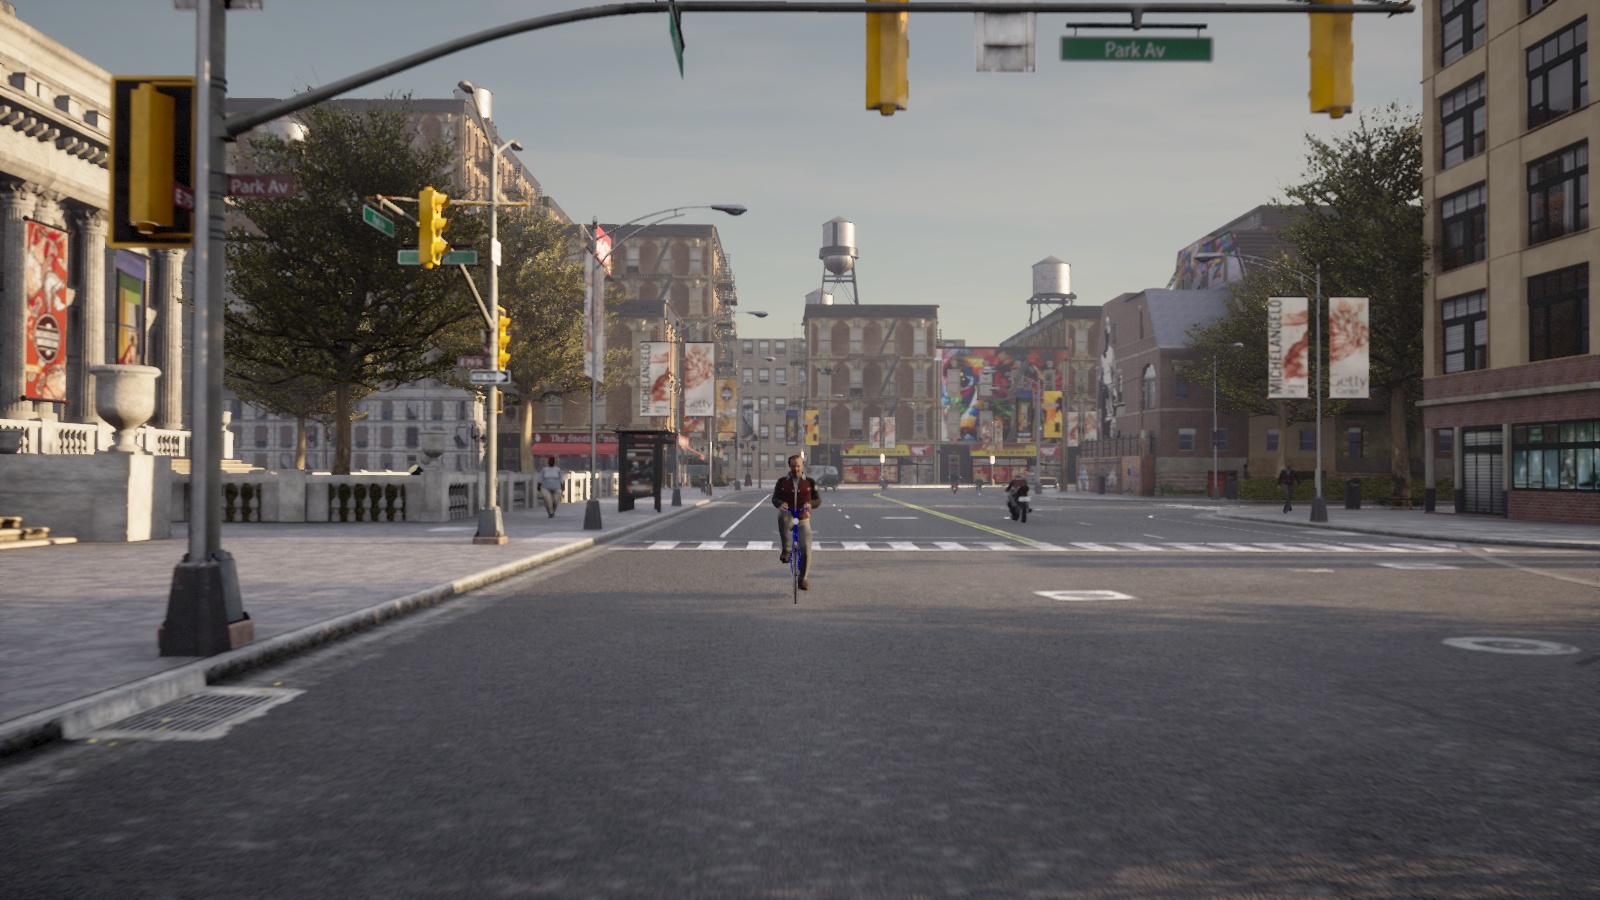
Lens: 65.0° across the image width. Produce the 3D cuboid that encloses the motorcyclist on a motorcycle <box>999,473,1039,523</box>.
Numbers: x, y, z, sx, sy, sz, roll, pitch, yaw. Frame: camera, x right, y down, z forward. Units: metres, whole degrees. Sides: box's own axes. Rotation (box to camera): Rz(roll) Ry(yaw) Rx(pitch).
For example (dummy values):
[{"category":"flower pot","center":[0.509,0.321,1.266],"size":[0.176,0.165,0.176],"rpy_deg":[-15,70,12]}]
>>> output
[{"category":"motorcyclist on a motorcycle","center":[6.887,1.483,39.665],"size":[0.866,1.530,2.191],"rpy_deg":[0,-1,0]}]

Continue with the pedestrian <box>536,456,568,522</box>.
[{"category":"pedestrian","center":[-7.079,1.098,35.839],"size":[0.874,1.855,0.900],"rpy_deg":[0,-1,-11]}]

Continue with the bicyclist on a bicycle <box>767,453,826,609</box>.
[{"category":"bicyclist on a bicycle","center":[-0.045,0.939,15.197],"size":[0.659,1.776,1.843],"rpy_deg":[0,-1,0]}]

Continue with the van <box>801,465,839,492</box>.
[{"category":"van","center":[1.568,2.144,94.922],"size":[1.775,1.987,4.442],"rpy_deg":[-1,-1,16]}]

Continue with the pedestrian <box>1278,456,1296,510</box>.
[{"category":"pedestrian","center":[16.826,1.126,43.370],"size":[0.376,1.854,0.720],"rpy_deg":[0,-1,4]}]
